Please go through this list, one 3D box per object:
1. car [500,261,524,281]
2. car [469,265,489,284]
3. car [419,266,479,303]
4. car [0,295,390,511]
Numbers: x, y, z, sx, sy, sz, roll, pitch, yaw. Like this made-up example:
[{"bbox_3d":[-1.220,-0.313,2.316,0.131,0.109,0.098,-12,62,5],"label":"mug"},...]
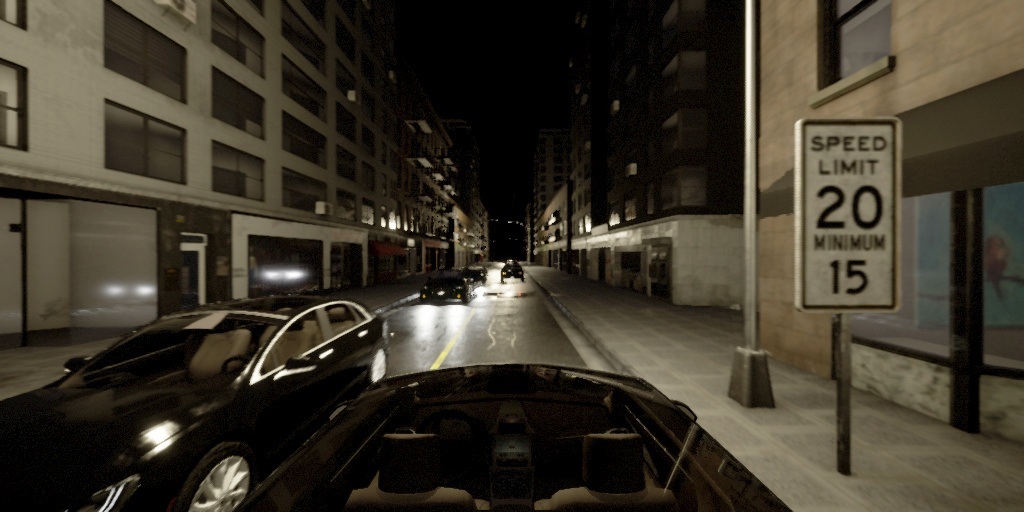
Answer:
[{"bbox_3d":[0.027,1.360,29.625,1.895,1.301,4.718,0,0,0],"label":"car"},{"bbox_3d":[-2.792,1.360,26.893,1.895,1.301,4.718,0,0,0],"label":"car"},{"bbox_3d":[-2.862,1.319,16.504,1.994,1.385,4.181,0,0,0],"label":"car"},{"bbox_3d":[-2.850,1.259,3.878,1.837,1.490,4.892,0,0,0],"label":"car"}]
